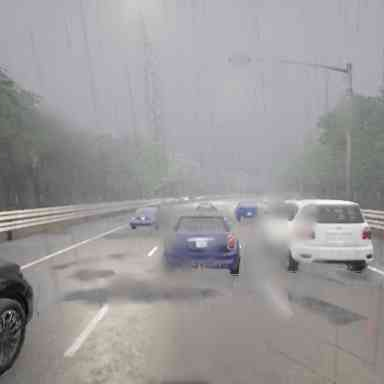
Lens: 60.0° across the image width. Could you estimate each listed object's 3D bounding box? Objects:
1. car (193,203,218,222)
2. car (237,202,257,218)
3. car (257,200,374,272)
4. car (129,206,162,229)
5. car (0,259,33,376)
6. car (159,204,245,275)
[{"bbox_3d":[1.186,1.665,28.017,1.994,1.385,4.181,0,0,4],"label":"car"},{"bbox_3d":[4.759,1.586,28.957,1.882,1.535,5.008,0,0,4],"label":"car"},{"bbox_3d":[3.807,1.265,11.106,2.150,2.045,5.566,0,0,2],"label":"car"},{"bbox_3d":[-2.729,1.623,21.967,2.033,1.411,5.357,0,0,3],"label":"car"},{"bbox_3d":[-3.369,1.227,2.410,2.150,2.045,5.566,0,0,1],"label":"car"},{"bbox_3d":[0.310,1.391,10.815,2.097,1.767,4.553,0,0,1],"label":"car"}]
